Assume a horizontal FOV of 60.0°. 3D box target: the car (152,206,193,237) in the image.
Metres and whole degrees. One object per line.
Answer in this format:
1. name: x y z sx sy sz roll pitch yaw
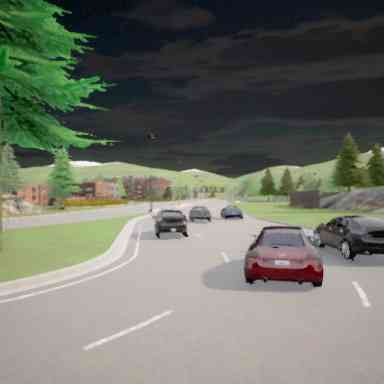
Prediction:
1. car: -1.368 1.891 20.758 1.837 1.490 4.892 0 -1 -8

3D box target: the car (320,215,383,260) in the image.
1. car: 6.367 1.668 13.108 1.837 1.490 4.892 1 -1 1

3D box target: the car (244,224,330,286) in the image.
1. car: 2.688 1.715 9.974 1.994 1.385 4.181 -1 -1 15

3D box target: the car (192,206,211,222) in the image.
1. car: 0.787 2.112 32.376 2.033 1.411 5.357 -1 -1 -3

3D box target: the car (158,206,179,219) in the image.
1. car: -2.681 2.325 39.217 1.895 1.301 4.718 -1 -1 2

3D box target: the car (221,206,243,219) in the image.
1. car: 4.253 2.148 35.764 1.994 1.385 4.181 -1 -1 0
